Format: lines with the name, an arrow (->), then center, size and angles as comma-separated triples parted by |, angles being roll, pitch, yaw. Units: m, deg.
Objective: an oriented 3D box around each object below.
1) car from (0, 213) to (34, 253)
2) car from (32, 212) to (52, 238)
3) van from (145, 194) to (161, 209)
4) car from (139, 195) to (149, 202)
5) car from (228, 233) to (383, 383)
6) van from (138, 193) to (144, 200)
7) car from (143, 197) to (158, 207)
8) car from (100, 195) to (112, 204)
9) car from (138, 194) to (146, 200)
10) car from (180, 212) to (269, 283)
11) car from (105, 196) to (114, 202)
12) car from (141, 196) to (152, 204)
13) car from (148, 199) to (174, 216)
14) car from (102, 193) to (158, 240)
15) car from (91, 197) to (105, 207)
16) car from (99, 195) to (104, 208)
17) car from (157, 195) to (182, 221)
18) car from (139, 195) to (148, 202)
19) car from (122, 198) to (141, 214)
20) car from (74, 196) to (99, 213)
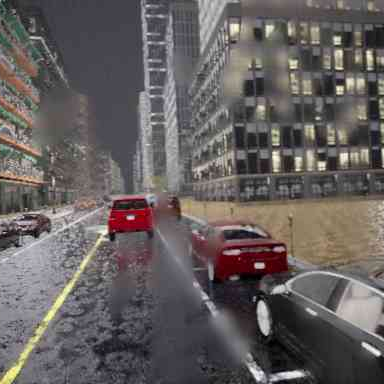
car -> -8.245, 1.822, 13.471 | 2.008, 1.369, 4.403 | -2, 0, -10
car -> -9.264, 1.854, 19.077 | 1.802, 1.307, 4.206 | -2, 0, -10
van -> -5.082, 1.220, 42.885 | 1.690, 1.788, 3.998 | -2, 0, -10
car -> -10.217, 1.431, 70.907 | 1.947, 1.339, 4.313 | -2, 0, -10
car -> 2.051, 1.427, 3.641 | 2.008, 1.369, 4.403 | -2, 0, -10
van -> -14.303, 1.185, 93.329 | 1.690, 1.788, 3.998 | -2, 0, -10
car -> -6.129, 1.444, 48.485 | 1.947, 1.339, 4.313 | -2, 0, -10
car -> -19.469, 1.564, 75.143 | 2.192, 1.841, 5.009 | -1, 0, -10
car -> -13.278, 1.394, 87.725 | 1.887, 1.381, 4.507 | -2, 0, -10
car -> 1.032, 1.424, 9.247 | 1.887, 1.381, 4.507 | -2, 0, -10
car -> -21.503, 1.804, 86.356 | 1.947, 1.339, 4.313 | -1, 0, -10
car -> -8.177, 1.455, 59.695 | 1.802, 1.307, 4.206 | -2, 0, -10
car -> -3.047, 1.432, 31.672 | 2.008, 1.369, 4.403 | -2, 0, -10
car -> -3.183, 1.229, 17.566 | 2.150, 2.045, 5.566 | -3, 1, -9
car -> -16.407, 1.702, 58.325 | 1.967, 1.590, 4.097 | -1, 0, -10
car -> -15.390, 1.580, 52.717 | 2.192, 1.841, 5.009 | -1, 0, -10
car -> -2.034, 1.196, 26.065 | 2.192, 1.841, 5.009 | -2, 0, -10
car -> -11.238, 1.426, 76.514 | 1.947, 1.339, 4.313 | -2, 0, -10
car -> -6.630, 1.508, 36.711 | 1.837, 1.490, 4.892 | -3, 1, -10
car -> -13.350, 1.585, 41.505 | 2.192, 1.841, 5.009 | -1, 0, -10
